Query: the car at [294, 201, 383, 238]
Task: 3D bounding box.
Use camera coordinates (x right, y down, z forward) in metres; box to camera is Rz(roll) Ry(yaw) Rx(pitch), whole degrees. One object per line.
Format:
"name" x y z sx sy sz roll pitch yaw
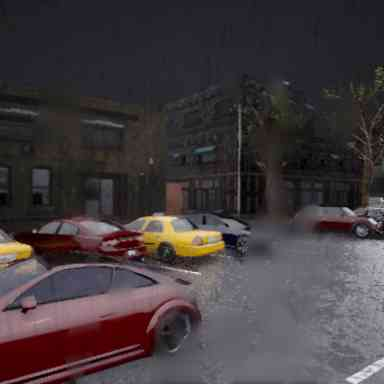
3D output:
"car" 8.341 1.565 19.060 4.553 1.767 2.185 -1 -1 35

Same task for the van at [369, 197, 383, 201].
"van" 15.497 1.565 24.255 4.442 1.987 1.878 -1 -1 35

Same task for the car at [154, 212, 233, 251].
"car" -1.432 1.553 12.273 5.366 1.575 1.946 -1 -1 35

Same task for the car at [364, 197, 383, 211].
"car" 29.430 1.854 53.286 2.435 2.045 5.566 0 0 36

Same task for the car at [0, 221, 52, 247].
"car" -6.253 1.486 8.842 5.366 1.575 1.946 -1 -1 35

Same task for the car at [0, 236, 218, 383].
"car" -1.910 1.575 4.480 4.181 1.385 1.994 1 0 -35

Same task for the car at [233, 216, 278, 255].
"car" 1.161 1.618 13.881 4.792 1.488 2.163 -1 -1 35

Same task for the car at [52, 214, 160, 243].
"car" -3.683 1.521 10.462 5.008 1.535 2.097 -1 -1 34
